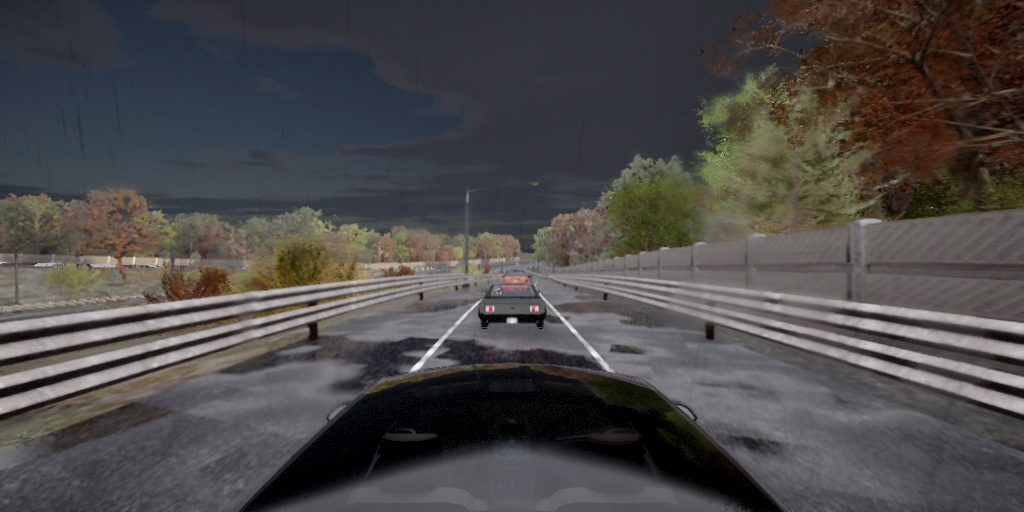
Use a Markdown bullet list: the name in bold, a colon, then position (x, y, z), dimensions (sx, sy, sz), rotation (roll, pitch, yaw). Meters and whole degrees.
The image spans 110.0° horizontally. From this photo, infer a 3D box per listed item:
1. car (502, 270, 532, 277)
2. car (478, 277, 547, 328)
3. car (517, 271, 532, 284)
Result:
- **car**: position (0.315, 1.859, 26.918), dimensions (2.097, 1.767, 4.553), rotation (0, -3, 2)
- **car**: position (0.021, 1.519, 11.931), dimensions (1.895, 1.301, 4.718), rotation (0, -2, 0)
- **car**: position (1.903, 3.163, 52.766), dimensions (2.097, 1.767, 4.553), rotation (0, -3, 4)
